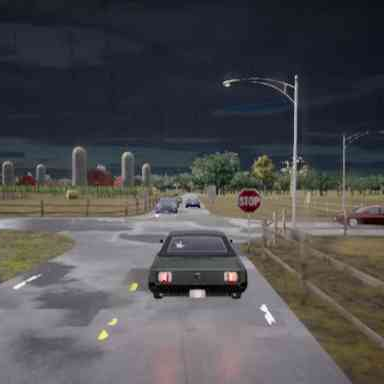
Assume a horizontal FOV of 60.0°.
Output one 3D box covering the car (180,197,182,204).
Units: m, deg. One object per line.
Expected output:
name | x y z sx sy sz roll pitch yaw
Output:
car | -2.803 1.511 46.549 1.895 1.301 4.718 0 0 0

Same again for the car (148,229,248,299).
car | 0.107 1.589 8.361 1.895 1.301 4.718 0 0 0

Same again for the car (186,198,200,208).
car | 0.124 1.471 47.705 1.994 1.385 4.181 0 0 0

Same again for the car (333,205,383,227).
car | 12.842 1.700 23.988 5.008 1.535 1.882 1 1 1

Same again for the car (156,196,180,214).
car | -2.587 1.294 34.148 2.097 1.767 4.553 0 0 -3
